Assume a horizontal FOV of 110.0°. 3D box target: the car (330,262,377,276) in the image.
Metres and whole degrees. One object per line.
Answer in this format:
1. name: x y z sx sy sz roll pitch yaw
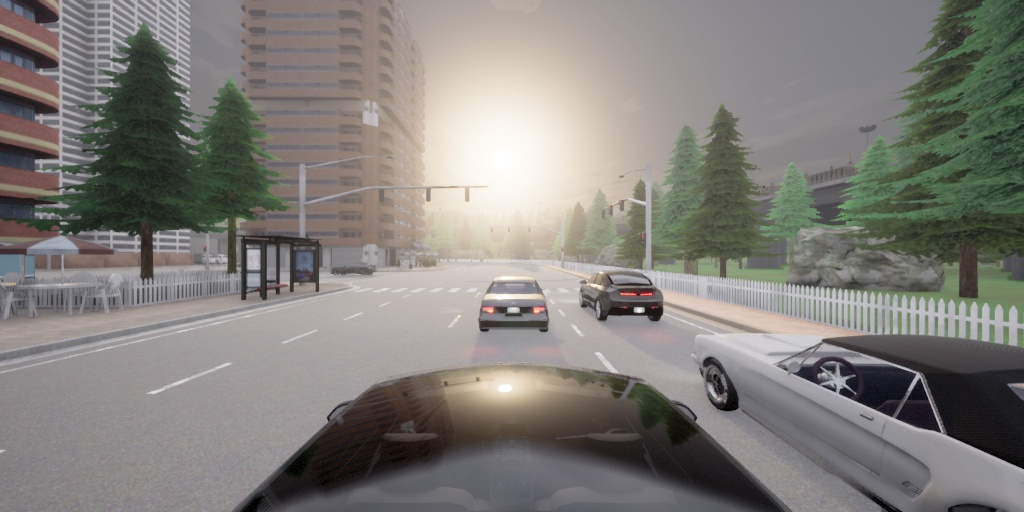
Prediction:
1. car: -16.624 1.330 37.749 4.674 1.442 1.812 0 0 2

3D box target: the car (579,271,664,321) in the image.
1. car: 3.564 1.255 12.396 1.837 1.490 4.892 0 0 1

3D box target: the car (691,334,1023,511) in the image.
1. car: 3.514 1.351 3.133 1.895 1.301 4.718 0 0 1

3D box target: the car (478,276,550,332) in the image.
1. car: 0.077 1.297 10.807 2.033 1.411 5.357 0 0 1
